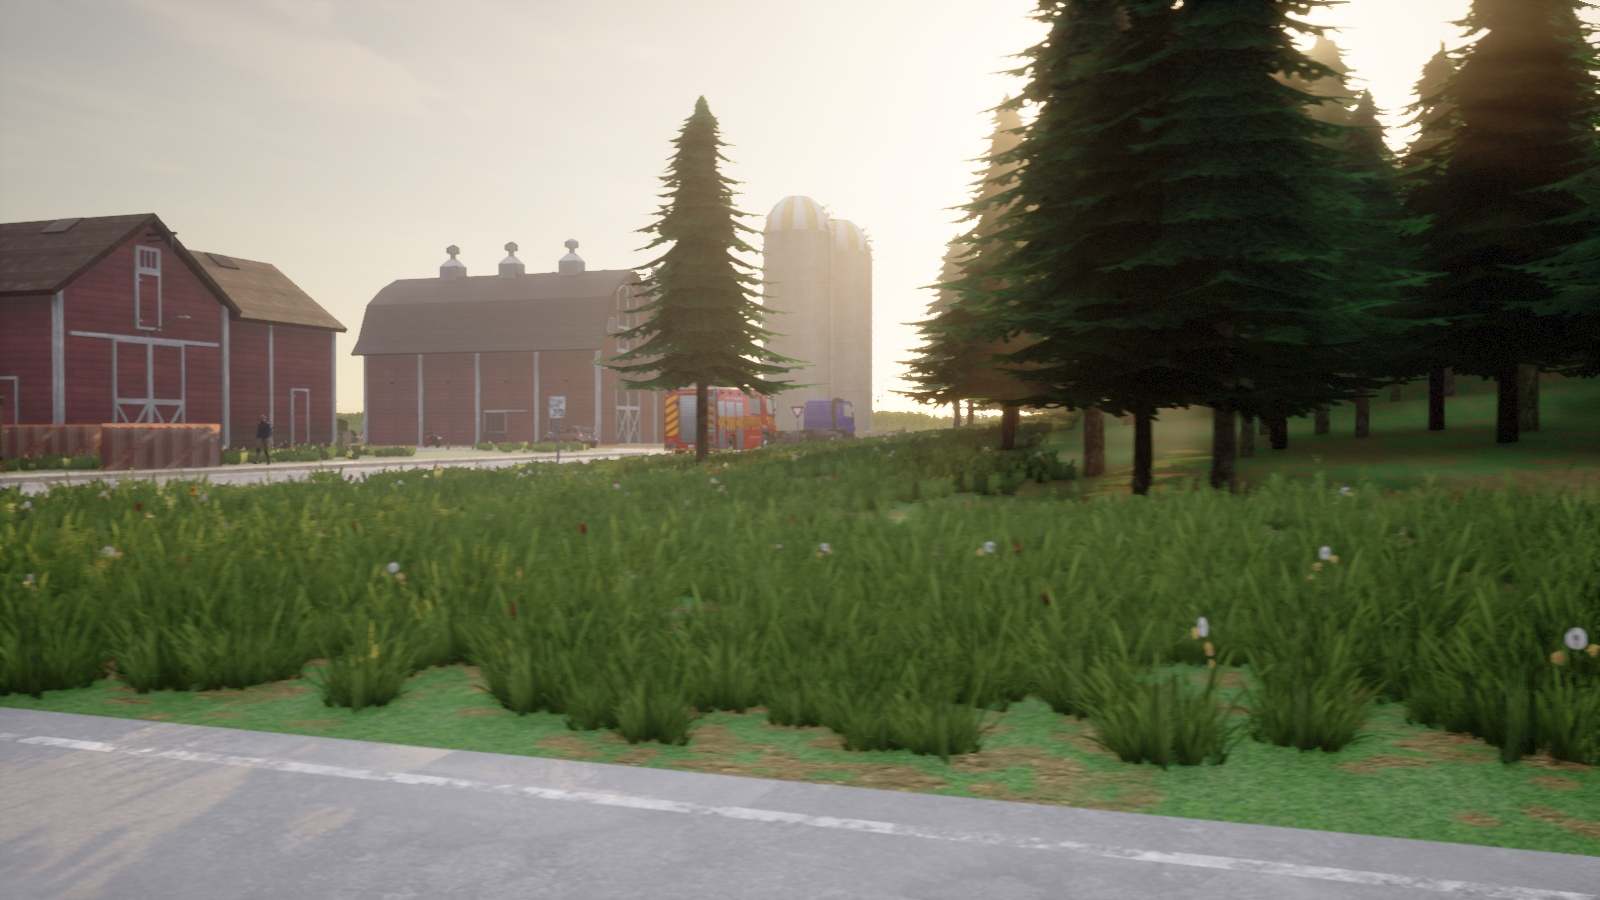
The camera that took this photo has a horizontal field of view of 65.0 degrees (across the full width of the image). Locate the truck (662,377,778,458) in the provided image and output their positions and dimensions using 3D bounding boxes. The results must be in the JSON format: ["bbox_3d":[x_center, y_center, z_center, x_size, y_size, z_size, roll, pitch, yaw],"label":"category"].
[{"bbox_3d":[-3.892,-1.589,63.788,2.891,3.827,8.468,1,1,19],"label":"truck"}]

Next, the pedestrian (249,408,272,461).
[{"bbox_3d":[-18.975,-0.536,44.160,0.402,1.842,0.726,1,1,11],"label":"pedestrian"}]

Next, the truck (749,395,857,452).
[{"bbox_3d":[0.293,-1.668,80.735,2.891,3.462,7.936,1,1,35],"label":"truck"}]

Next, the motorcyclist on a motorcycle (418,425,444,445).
[{"bbox_3d":[-27.869,-1.140,94.846,2.044,1.523,0.797,1,1,38],"label":"motorcyclist on a motorcycle"}]

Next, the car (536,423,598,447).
[{"bbox_3d":[-16.028,-1.058,86.335,3.988,1.617,1.851,1,1,34],"label":"car"}]
